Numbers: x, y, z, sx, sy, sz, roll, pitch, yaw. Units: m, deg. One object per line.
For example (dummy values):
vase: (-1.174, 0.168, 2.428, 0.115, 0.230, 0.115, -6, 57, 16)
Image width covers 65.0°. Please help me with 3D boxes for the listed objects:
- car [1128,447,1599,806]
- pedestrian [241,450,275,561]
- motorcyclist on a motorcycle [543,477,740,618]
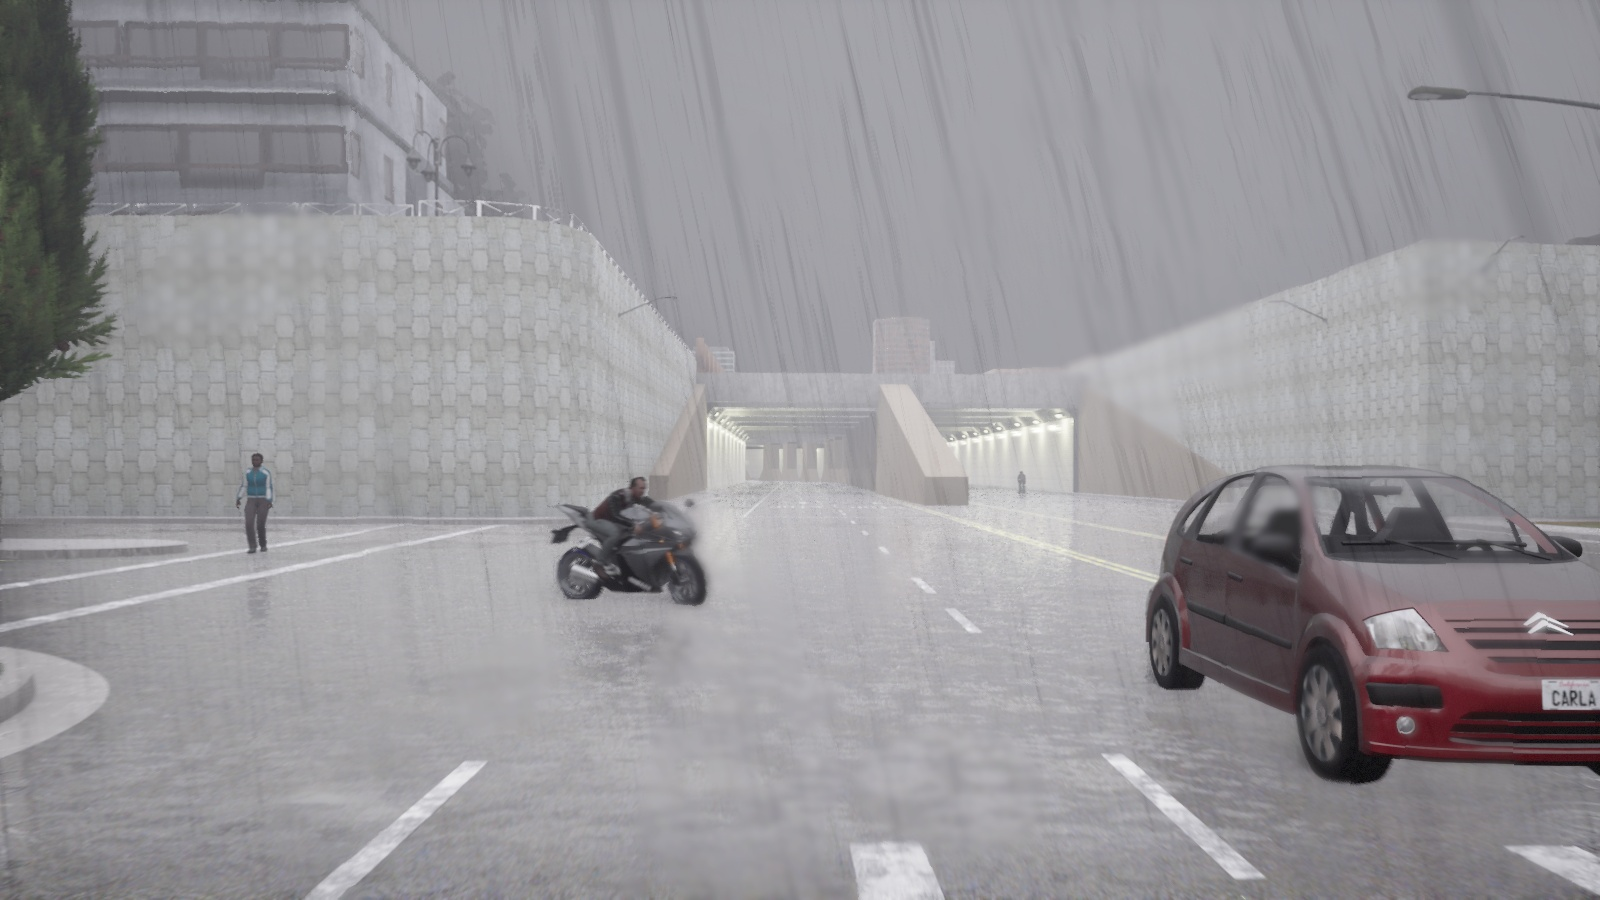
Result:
car: (3.490, 0.827, 7.691, 1.851, 1.617, 3.988, 0, -1, -1)
pedestrian: (-9.624, 0.971, 22.311, 0.396, 1.930, 0.692, 0, -1, -9)
motorcyclist on a motorcycle: (-1.881, 1.105, 14.837, 2.191, 1.530, 0.866, -1, 1, 30)
